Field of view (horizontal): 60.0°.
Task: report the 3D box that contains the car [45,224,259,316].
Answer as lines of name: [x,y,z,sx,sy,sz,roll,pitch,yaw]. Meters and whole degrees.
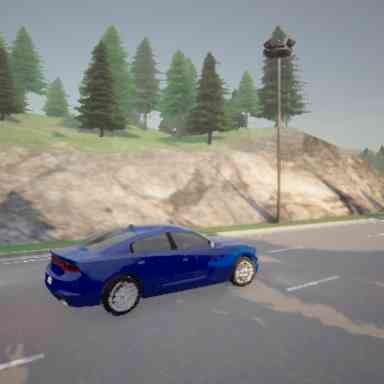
car: [-0.618,1.471,7.607,5.008,1.535,1.882,0,0,-36]
